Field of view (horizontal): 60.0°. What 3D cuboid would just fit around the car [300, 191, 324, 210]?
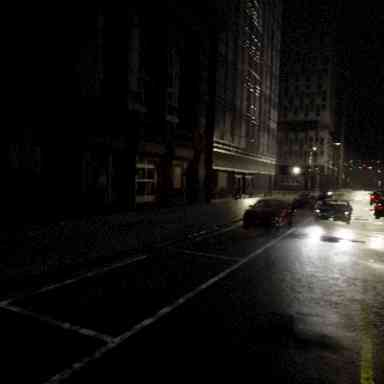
[{"bbox_3d":[9.092,0.843,26.544,1.802,1.307,4.206,3,2,27],"label":"car"}]

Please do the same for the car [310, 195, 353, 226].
[{"bbox_3d":[8.505,1.108,19.782,1.895,1.301,4.718,3,3,27],"label":"car"}]

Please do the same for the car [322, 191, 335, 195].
[{"bbox_3d":[16.867,0.496,41.599,1.947,1.339,4.313,3,2,27],"label":"car"}]

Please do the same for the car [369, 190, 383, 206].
[{"bbox_3d":[20.885,0.612,36.826,2.097,1.767,4.553,3,3,27],"label":"car"}]

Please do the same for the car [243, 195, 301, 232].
[{"bbox_3d":[3.911,1.020,16.506,1.887,1.381,4.507,3,2,27],"label":"car"}]

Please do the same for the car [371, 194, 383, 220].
[{"bbox_3d":[13.538,1.135,22.632,1.994,1.385,4.181,3,3,27],"label":"car"}]
